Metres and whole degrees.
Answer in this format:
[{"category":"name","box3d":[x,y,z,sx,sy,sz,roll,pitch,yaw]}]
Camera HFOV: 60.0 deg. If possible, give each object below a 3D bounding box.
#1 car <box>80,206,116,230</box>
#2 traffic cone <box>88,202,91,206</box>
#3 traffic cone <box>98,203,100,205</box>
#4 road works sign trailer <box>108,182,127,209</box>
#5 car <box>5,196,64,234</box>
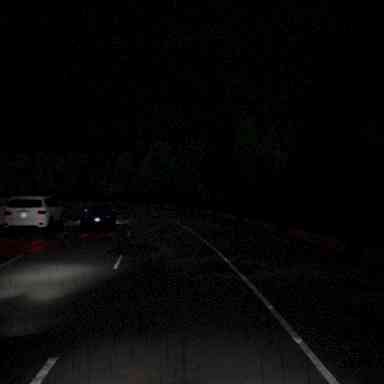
[{"category":"car","box3d":[-5.900,1.567,21.182,1.994,1.385,4.181,0,0,-12]},{"category":"traffic cone","box3d":[-16.108,1.966,53.558,0.340,0.580,0.340,0,0,-28]},{"category":"traffic cone","box3d":[-16.228,1.964,58.028,0.340,0.580,0.340,0,0,-28]},{"category":"road works sign trailer","box3d":[-10.560,0.466,46.318,2.380,3.560,2.880,0,0,-28]},{"category":"car","box3d":[-9.067,1.232,19.539,2.150,2.045,5.566,0,0,-11]}]
